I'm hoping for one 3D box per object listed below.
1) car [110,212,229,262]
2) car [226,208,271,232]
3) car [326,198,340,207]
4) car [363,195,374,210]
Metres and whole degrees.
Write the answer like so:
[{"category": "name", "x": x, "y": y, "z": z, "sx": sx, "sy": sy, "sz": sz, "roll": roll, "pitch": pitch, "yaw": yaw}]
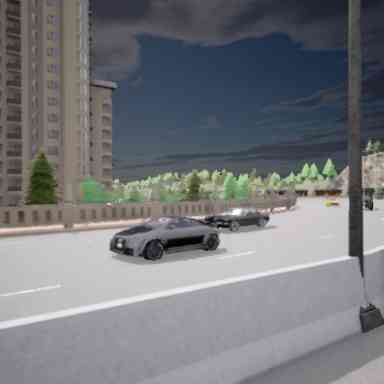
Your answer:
[{"category": "car", "x": -0.905, "y": 1.596, "z": 12.449, "sx": 4.181, "sy": 1.385, "sz": 1.994, "roll": 0, "pitch": 0, "yaw": -41}, {"category": "car", "x": 2.874, "y": 1.650, "z": 20.608, "sx": 1.895, "sy": 1.301, "sz": 4.718, "roll": 0, "pitch": 0, "yaw": 44}, {"category": "car", "x": 23.788, "y": 1.712, "z": 56.169, "sx": 1.882, "sy": 1.535, "sz": 5.008, "roll": 0, "pitch": -1, "yaw": 17}, {"category": "car", "x": 24.234, "y": 1.373, "z": 46.924, "sx": 2.150, "sy": 2.045, "sz": 5.566, "roll": 0, "pitch": 0, "yaw": 23}]
